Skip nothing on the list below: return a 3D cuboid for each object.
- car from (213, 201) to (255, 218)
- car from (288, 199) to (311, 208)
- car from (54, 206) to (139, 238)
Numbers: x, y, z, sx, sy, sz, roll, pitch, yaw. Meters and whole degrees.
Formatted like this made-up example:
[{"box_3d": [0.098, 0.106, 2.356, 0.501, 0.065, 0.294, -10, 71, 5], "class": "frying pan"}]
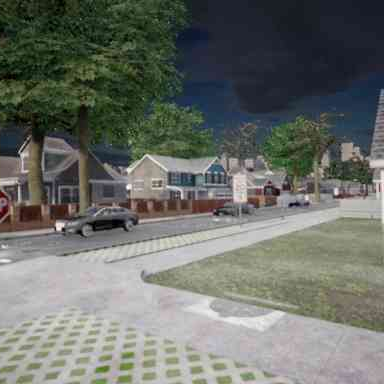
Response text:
[{"box_3d": [4.000, 1.552, 30.845, 2.033, 1.411, 5.357, -2, -1, 35], "class": "car"}, {"box_3d": [14.922, 1.597, 46.080, 1.895, 1.301, 4.718, -2, -1, 35], "class": "car"}, {"box_3d": [-5.035, 1.522, 18.106, 2.128, 1.511, 4.902, -2, -1, 35], "class": "car"}]
